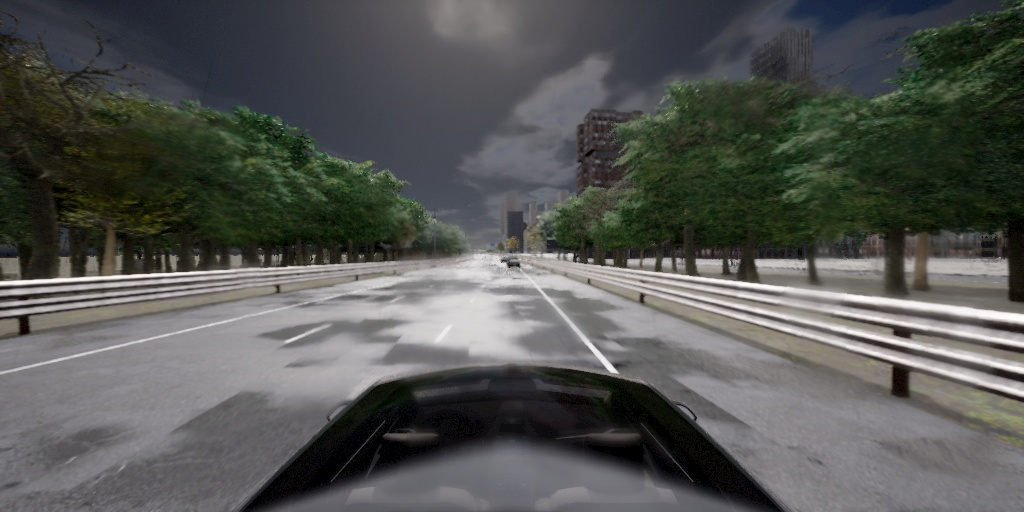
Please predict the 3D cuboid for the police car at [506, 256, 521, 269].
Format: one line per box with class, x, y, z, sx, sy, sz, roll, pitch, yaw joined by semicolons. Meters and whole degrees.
police car;0.369;1.170;57.397;1.930;1.638;5.238;0;0;-1
